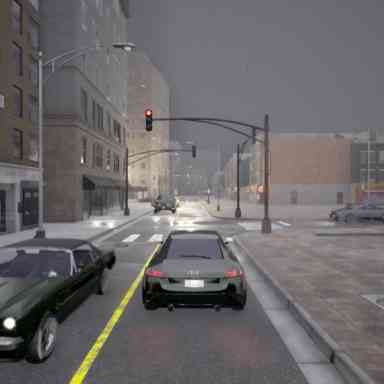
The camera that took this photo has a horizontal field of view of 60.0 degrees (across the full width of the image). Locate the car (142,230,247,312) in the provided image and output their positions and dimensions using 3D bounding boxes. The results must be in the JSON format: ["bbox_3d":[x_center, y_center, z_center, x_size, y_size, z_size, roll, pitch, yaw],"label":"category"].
[{"bbox_3d":[0.053,1.564,7.799,1.994,1.385,4.181,0,0,0],"label":"car"}]

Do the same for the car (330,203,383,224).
[{"bbox_3d":[12.065,1.513,23.606,4.181,1.385,1.994,0,0,0],"label":"car"}]

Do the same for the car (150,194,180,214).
[{"bbox_3d":[-2.831,1.231,36.180,2.150,2.045,5.566,0,0,0],"label":"car"}]

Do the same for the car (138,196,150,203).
[{"bbox_3d":[-8.963,1.595,69.975,4.674,1.442,1.812,0,0,9],"label":"car"}]

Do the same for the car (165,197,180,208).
[{"bbox_3d":[-2.813,1.495,48.640,1.882,1.535,5.008,0,0,0],"label":"car"}]

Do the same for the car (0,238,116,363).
[{"bbox_3d":[-2.812,1.601,5.988,1.895,1.301,4.718,0,0,0],"label":"car"}]
